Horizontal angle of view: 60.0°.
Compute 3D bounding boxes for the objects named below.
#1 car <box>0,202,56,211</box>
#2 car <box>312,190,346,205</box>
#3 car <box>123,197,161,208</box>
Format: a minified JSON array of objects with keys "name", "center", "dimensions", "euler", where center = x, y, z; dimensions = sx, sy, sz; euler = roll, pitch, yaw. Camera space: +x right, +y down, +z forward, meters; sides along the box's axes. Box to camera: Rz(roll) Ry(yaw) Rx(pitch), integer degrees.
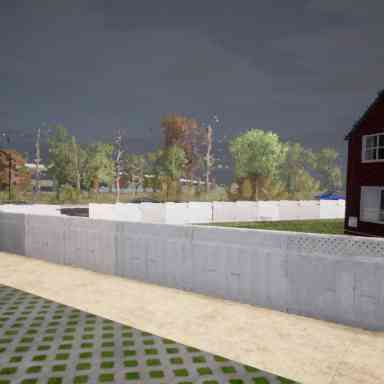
[{"name":"car","center":[-12.696,1.491,24.987],"dimensions":[4.902,1.511,2.128],"euler":[0,2,-19]},{"name":"car","center":[18.014,0.793,42.161],"dimensions":[5.566,2.045,2.150],"euler":[0,2,-18]},{"name":"car","center":[-5.364,1.267,34.436],"dimensions":[4.181,1.385,1.994],"euler":[0,2,-18]}]
